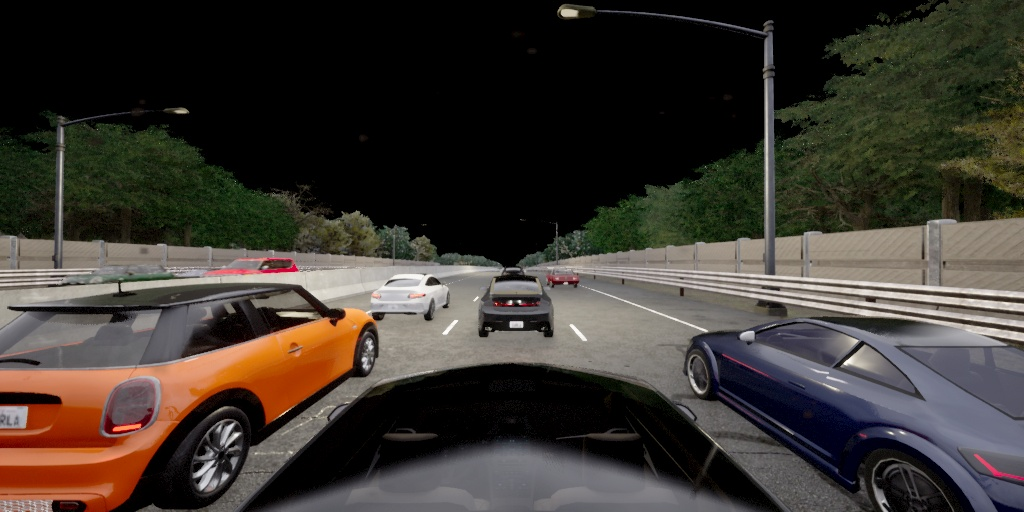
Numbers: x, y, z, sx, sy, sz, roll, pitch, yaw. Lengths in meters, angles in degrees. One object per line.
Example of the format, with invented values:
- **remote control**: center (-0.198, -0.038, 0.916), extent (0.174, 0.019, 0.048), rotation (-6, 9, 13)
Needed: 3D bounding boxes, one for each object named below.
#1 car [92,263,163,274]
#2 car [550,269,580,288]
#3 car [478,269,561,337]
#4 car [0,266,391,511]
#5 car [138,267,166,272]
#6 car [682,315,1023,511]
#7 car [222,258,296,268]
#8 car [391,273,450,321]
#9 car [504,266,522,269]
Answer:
- **car**: center (-21.105, 1.230, 19.391), extent (2.097, 1.767, 4.553), rotation (0, -1, 0)
- **car**: center (3.591, 1.593, 26.271), extent (1.895, 1.301, 4.718), rotation (0, -1, 0)
- **car**: center (0.098, 1.289, 10.350), extent (1.837, 1.490, 4.892), rotation (0, 0, 0)
- **car**: center (-3.403, 1.107, 4.528), extent (2.097, 1.767, 4.553), rotation (0, 0, 0)
- **car**: center (-17.605, 1.444, 20.657), extent (2.033, 1.411, 5.357), rotation (0, -1, 0)
- **car**: center (3.600, 1.316, 3.801), extent (1.994, 1.385, 4.181), rotation (0, 0, 0)
- **car**: center (-14.106, 1.104, 19.740), extent (2.150, 2.045, 5.566), rotation (0, -1, 0)
- **car**: center (-3.403, 1.327, 12.585), extent (1.812, 1.442, 4.674), rotation (0, -1, 0)
- **car**: center (0.090, 1.538, 28.348), extent (1.837, 1.490, 4.892), rotation (0, -1, 0)
